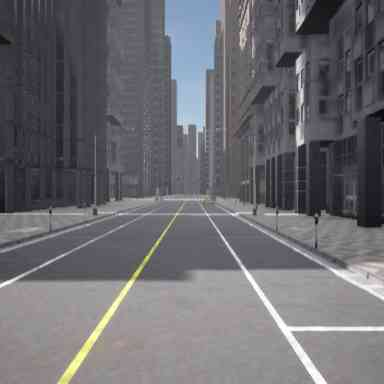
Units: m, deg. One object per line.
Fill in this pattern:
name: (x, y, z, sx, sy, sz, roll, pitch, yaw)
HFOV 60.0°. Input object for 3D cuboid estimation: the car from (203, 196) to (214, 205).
car: (3.000, 1.474, 60.467, 1.801, 1.575, 5.366, 0, 0, 0)
